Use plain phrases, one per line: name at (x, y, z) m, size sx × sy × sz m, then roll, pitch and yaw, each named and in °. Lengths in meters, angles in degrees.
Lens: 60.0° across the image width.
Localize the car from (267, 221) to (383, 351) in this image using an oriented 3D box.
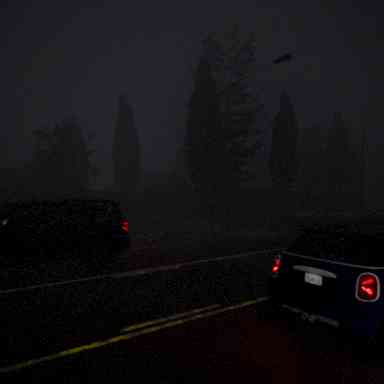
car at (3.579, 1.341, 6.297) m, size 4.553 × 1.767 × 2.097 m, roll 0°, pitch 0°, yaw -35°

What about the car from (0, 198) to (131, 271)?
car at (-4.481, 1.218, 9.392) m, size 5.566 × 2.045 × 2.150 m, roll 0°, pitch 0°, yaw -36°

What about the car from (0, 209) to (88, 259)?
car at (-6.569, 1.501, 12.203) m, size 4.892 × 1.490 × 1.837 m, roll 0°, pitch 0°, yaw -36°
